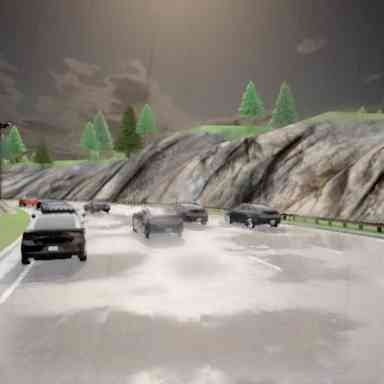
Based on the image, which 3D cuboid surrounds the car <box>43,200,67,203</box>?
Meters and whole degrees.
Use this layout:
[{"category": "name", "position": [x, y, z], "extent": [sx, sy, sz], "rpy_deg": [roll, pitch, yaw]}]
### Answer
[{"category": "car", "position": [-8.062, 1.488, 20.519], "extent": [1.837, 1.490, 4.892], "rpy_deg": [0, 0, -23]}]

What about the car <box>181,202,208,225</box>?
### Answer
[{"category": "car", "position": [-0.494, 1.486, 23.232], "extent": [1.837, 1.490, 4.892], "rpy_deg": [0, 0, -22]}]

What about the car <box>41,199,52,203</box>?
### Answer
[{"category": "car", "position": [-10.347, 1.456, 25.590], "extent": [1.882, 1.535, 5.008], "rpy_deg": [0, 0, -26]}]

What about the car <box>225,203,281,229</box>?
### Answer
[{"category": "car", "position": [3.866, 1.488, 21.796], "extent": [1.837, 1.490, 4.892], "rpy_deg": [0, 0, -21]}]

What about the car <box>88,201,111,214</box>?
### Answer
[{"category": "car", "position": [-10.103, 1.571, 35.027], "extent": [1.895, 1.301, 4.718], "rpy_deg": [0, 0, -29]}]

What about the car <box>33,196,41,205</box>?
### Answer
[{"category": "car", "position": [-18.149, 1.528, 41.568], "extent": [1.994, 1.385, 4.181], "rpy_deg": [0, 0, -35]}]

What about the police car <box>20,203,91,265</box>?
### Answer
[{"category": "police car", "position": [-4.800, 1.415, 11.963], "extent": [1.930, 1.638, 5.238], "rpy_deg": [0, 0, -19]}]

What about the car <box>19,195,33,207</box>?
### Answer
[{"category": "car", "position": [-25.120, 1.307, 51.162], "extent": [2.097, 1.767, 4.553], "rpy_deg": [0, 0, -38]}]

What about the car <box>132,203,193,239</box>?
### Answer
[{"category": "car", "position": [-1.898, 1.477, 17.277], "extent": [2.128, 1.511, 4.902], "rpy_deg": [0, 0, -20]}]
